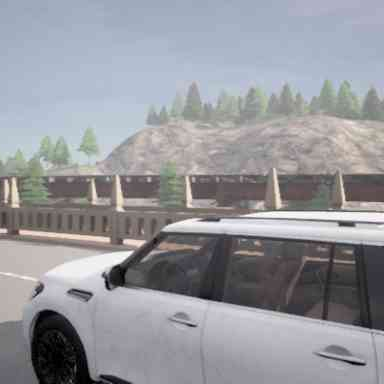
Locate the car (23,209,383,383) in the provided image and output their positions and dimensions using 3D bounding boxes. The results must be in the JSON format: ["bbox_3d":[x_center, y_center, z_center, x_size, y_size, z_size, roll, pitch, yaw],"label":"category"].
[{"bbox_3d":[0.598,1.207,3.388,5.566,2.045,2.150,0,0,35],"label":"car"}]
